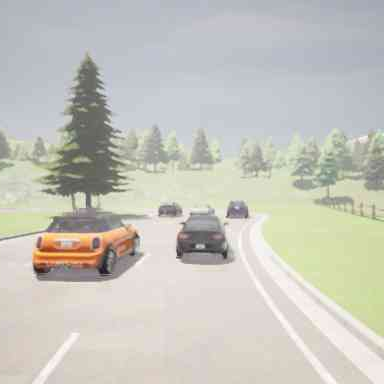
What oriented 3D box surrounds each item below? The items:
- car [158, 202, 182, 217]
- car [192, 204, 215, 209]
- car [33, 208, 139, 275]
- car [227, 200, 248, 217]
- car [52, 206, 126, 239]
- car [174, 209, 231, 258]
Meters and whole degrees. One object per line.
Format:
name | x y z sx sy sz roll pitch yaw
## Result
car | -2.271 1.766 35.065 2.128 1.511 4.902 0 0 8
car | 1.088 1.858 33.261 1.895 1.301 4.718 0 0 12
car | -3.183 1.440 10.954 2.097 1.767 4.553 0 -1 4
car | 4.652 1.614 34.371 2.097 1.767 4.553 0 0 7
car | -5.735 1.648 19.319 2.128 1.511 4.902 0 0 9
car | 0.470 1.628 13.118 1.812 1.442 4.674 0 0 5
